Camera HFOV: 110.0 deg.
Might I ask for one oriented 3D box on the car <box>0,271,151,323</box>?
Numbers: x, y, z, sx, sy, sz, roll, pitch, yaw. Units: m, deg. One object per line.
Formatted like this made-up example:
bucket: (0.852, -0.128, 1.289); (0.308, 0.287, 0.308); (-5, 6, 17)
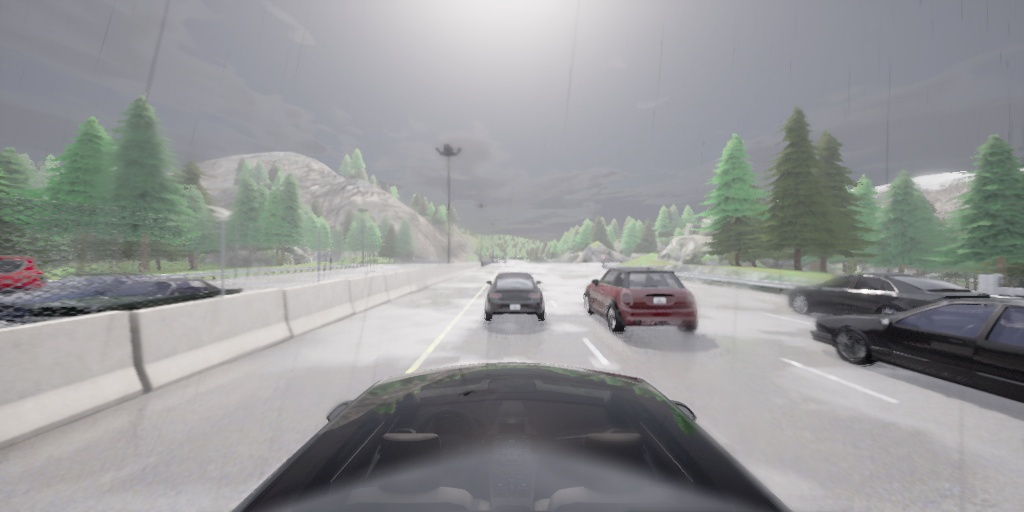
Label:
car: (-14.051, 1.301, 12.420); (2.033, 1.411, 5.357); (0, 0, 1)

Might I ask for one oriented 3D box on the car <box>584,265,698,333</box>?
car: (3.599, 1.103, 10.858); (2.097, 1.767, 4.553); (0, 0, 0)

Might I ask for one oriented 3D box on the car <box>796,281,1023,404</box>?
car: (7.100, 1.297, 4.922); (2.033, 1.411, 5.357); (0, 0, 0)

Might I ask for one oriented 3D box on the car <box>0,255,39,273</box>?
car: (-17.566, 0.978, 10.350); (2.150, 2.045, 5.566); (0, 0, 0)

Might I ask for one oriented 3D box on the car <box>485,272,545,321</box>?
car: (0.084, 1.277, 12.388); (1.812, 1.442, 4.674); (0, 0, 0)

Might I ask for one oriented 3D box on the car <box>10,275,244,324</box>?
car: (-10.563, 1.354, 10.627); (1.895, 1.301, 4.718); (0, 0, 0)

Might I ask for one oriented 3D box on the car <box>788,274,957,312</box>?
car: (10.597, 1.255, 10.595); (1.837, 1.490, 4.892); (0, 0, 0)
